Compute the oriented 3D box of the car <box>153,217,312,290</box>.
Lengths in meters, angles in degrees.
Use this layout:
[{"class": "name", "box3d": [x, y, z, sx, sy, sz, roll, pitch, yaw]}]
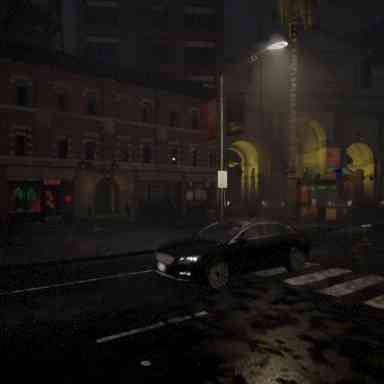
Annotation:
[{"class": "car", "box3d": [1.287, 1.491, 9.207, 4.902, 1.511, 2.128, 0, 0, -35]}]
